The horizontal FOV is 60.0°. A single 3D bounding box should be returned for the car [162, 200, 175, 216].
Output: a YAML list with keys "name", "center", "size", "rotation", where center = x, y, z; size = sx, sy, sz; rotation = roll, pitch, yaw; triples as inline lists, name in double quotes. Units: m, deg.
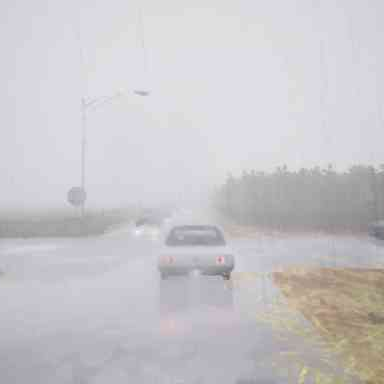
- name: "car"
  center: [-3.198, 2.001, 36.341]
  size: [1.882, 1.535, 5.008]
  rotation: [0, -1, 0]

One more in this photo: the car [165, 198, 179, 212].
- name: "car"
  center: [-3.143, 1.879, 48.636]
  size: [2.150, 2.045, 5.566]
  rotation: [0, -1, 0]

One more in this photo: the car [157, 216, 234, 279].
- name: "car"
  center: [0.091, 1.662, 10.212]
  size: [1.895, 1.301, 4.718]
  rotation: [0, 0, 0]

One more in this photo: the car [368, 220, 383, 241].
- name: "car"
  center: [10.714, 1.562, 15.150]
  size: [5.008, 1.535, 1.882]
  rotation: [0, -1, 0]

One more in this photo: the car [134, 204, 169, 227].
- name: "car"
  center: [-3.199, 1.917, 26.148]
  size: [2.033, 1.411, 5.357]
  rotation: [0, -1, 0]
